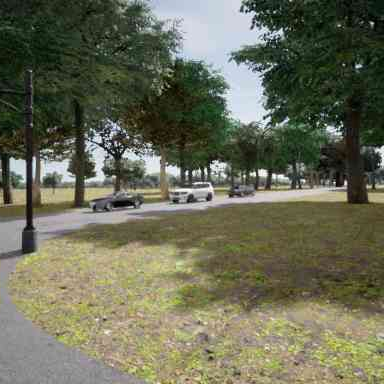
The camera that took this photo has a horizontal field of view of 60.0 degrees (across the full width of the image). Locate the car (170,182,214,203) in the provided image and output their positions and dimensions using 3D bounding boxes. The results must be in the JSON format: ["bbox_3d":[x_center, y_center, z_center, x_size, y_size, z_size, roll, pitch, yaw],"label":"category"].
[{"bbox_3d":[0.107,0.032,34.778,2.150,2.045,5.566,-1,2,38],"label":"car"}]

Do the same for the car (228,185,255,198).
[{"bbox_3d":[6.451,-0.083,42.988,1.837,1.490,4.892,-1,2,38],"label":"car"}]

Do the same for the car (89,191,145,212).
[{"bbox_3d":[-6.016,0.698,26.831,2.128,1.511,4.902,-1,2,37],"label":"car"}]
